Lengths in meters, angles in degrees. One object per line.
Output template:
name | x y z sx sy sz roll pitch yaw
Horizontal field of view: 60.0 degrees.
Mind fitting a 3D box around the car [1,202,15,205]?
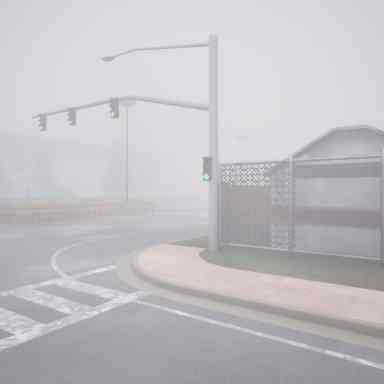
car | -20.391 1.547 33.044 2.033 1.411 5.357 0 0 34

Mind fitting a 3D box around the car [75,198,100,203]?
car | -13.926 1.506 42.714 1.837 1.490 4.892 0 0 34

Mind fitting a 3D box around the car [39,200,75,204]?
car | -14.964 1.564 34.864 1.994 1.385 4.181 0 0 34

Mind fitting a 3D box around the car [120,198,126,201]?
car | -8.475 1.548 44.576 2.033 1.411 5.357 0 0 33
